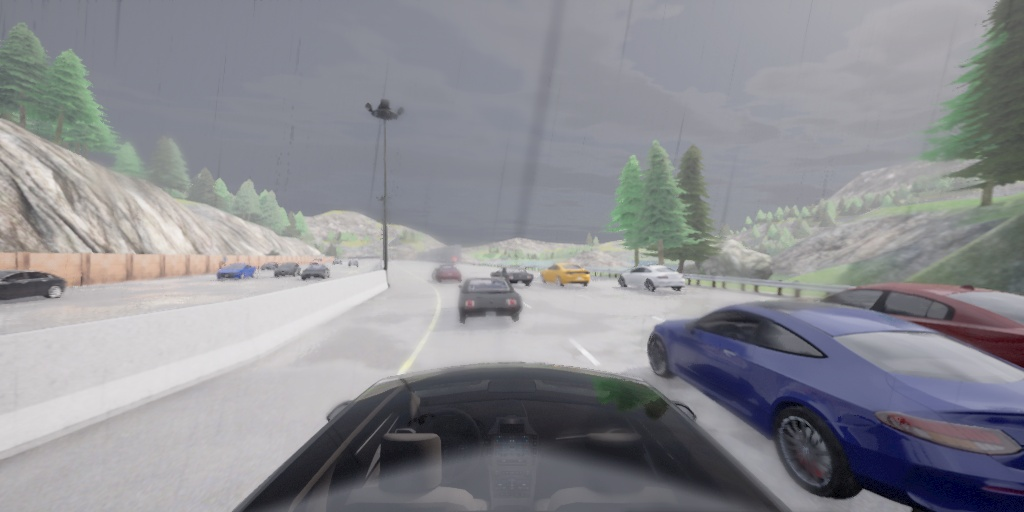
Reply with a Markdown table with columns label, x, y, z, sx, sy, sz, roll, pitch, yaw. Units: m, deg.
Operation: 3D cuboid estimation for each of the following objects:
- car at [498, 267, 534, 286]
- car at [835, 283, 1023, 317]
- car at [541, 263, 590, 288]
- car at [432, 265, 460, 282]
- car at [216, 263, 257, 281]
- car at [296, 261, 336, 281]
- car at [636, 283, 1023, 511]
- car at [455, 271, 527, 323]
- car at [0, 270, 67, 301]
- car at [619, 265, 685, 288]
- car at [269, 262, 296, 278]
| label | x | y | z | sx | sy | sz | roll | pitch | yaw |
| --- | --- | --- | --- | --- | --- | --- | --- | --- | --- |
| car | -0.124 | 1.392 | 24.806 | 1.895 | 1.301 | 4.718 | 0 | 0 | -16 |
| car | 6.714 | 1.198 | 6.142 | 1.882 | 1.535 | 5.008 | 0 | 0 | -3 |
| car | 3.520 | 1.249 | 24.562 | 1.882 | 1.535 | 5.008 | 0 | 0 | -16 |
| car | -5.443 | 1.394 | 29.778 | 1.994 | 1.385 | 4.181 | 0 | 0 | -18 |
| car | -25.337 | 1.423 | 33.124 | 1.882 | 1.535 | 5.008 | 0 | 0 | -20 |
| car | -17.737 | 1.450 | 32.693 | 2.033 | 1.411 | 5.357 | 0 | 0 | -20 |
| car | 3.317 | 1.262 | 4.340 | 1.812 | 1.442 | 4.674 | 0 | 0 | -2 |
| car | -0.908 | 1.375 | 12.385 | 1.895 | 1.301 | 4.718 | 0 | 0 | -8 |
| car | -23.318 | 1.409 | 16.336 | 1.837 | 1.490 | 4.892 | 0 | 0 | -16 |
| car | 8.047 | 1.265 | 20.948 | 1.812 | 1.442 | 4.674 | 0 | 0 | -13 |
| car | -23.009 | 1.446 | 37.016 | 1.837 | 1.490 | 4.892 | 0 | -1 | -20 |
